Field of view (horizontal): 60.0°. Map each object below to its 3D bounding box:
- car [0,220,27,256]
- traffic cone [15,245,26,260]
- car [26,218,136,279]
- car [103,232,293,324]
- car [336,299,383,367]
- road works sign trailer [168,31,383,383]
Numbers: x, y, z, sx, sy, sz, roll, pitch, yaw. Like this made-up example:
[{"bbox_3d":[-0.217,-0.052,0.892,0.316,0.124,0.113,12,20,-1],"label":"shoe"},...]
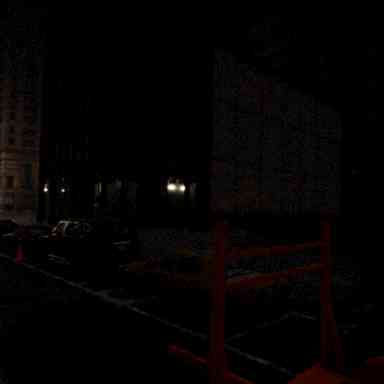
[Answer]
[{"bbox_3d":[-7.700,2.214,15.907,1.802,1.307,4.206,4,-4,-44],"label":"car"},{"bbox_3d":[-7.062,2.494,13.728,0.340,0.580,0.340,4,-4,-44],"label":"traffic cone"},{"bbox_3d":[-3.810,1.833,11.885,2.192,1.841,5.009,4,-4,-44],"label":"car"},{"bbox_3d":[-0.046,1.932,7.963,1.752,1.417,4.829,4,-4,-44],"label":"car"},{"bbox_3d":[3.956,1.839,3.806,2.008,1.369,4.403,4,-4,-44],"label":"car"},{"bbox_3d":[0.743,0.654,3.245,2.380,3.560,2.880,4,-4,-44],"label":"road works sign trailer"}]
